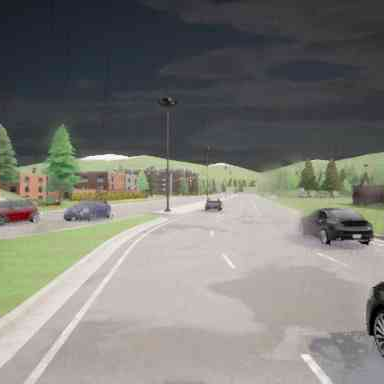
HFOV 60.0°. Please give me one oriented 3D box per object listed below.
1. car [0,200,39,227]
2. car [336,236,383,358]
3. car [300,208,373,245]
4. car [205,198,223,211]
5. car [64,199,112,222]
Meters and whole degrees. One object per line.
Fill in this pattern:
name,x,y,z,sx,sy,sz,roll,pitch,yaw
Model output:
car,-12.637,1.350,22.599,2.097,1.767,4.553,0,0,15
car,3.532,1.491,2.885,2.128,1.511,4.902,0,0,-4
car,6.536,1.504,15.562,1.837,1.490,4.892,0,0,0
car,2.719,1.488,40.453,2.128,1.511,4.902,0,0,9
car,-8.129,1.350,26.323,2.097,1.767,4.553,0,0,12
